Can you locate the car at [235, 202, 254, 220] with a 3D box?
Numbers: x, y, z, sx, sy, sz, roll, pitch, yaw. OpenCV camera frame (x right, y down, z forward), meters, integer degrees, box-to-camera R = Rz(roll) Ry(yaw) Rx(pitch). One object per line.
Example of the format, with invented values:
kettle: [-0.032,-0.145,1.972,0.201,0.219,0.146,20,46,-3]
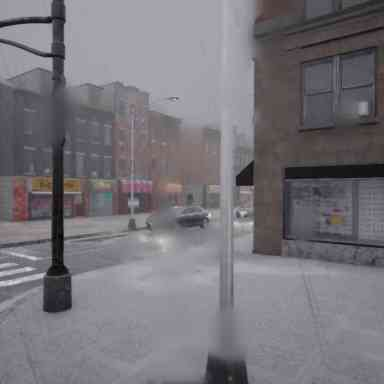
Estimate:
car: [5.489,1.573,28.624,2.128,1.511,4.902,0,0,36]

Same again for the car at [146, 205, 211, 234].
car: [-0.699,1.553,19.953,1.837,1.490,4.892,0,0,35]
